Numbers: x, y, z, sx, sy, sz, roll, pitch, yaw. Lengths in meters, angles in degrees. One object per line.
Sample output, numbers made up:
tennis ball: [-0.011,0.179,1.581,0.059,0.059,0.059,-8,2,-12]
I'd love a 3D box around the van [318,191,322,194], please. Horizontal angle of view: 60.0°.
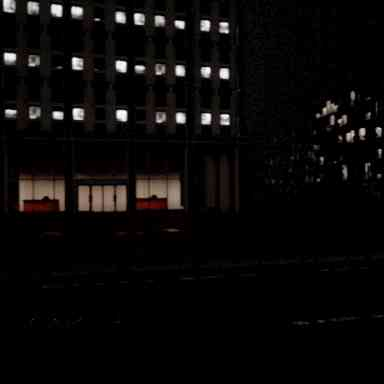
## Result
van: [21.057,0.796,51.911,1.690,1.788,3.998,0,1,-13]

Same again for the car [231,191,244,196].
car: [12.437,0.461,90.751,2.008,1.369,4.403,0,1,-13]

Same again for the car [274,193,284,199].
car: [17.364,0.805,68.559,1.802,1.307,4.206,0,1,-13]

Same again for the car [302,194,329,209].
car: [15.287,1.272,38.993,1.947,1.339,4.313,0,1,-13]

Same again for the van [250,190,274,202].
van: [11.646,0.818,55.645,1.690,1.788,3.998,0,1,-13]

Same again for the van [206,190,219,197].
van: [5.488,0.429,83.386,1.690,1.788,3.998,0,1,-13]

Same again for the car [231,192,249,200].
car: [9.182,0.873,66.744,2.008,1.369,4.403,0,1,-13]

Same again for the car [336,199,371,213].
car: [16.462,1.365,33.433,1.802,1.307,4.206,0,1,-13]

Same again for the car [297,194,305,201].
car: [19.826,0.960,57.462,1.802,1.307,4.206,0,1,-13]

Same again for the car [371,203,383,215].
car: [17.676,1.424,27.879,1.947,1.339,4.313,0,1,-13]

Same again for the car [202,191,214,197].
car: [4.257,0.450,88.935,1.967,1.590,4.097,0,1,-13]

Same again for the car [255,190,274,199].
car: [16.132,0.460,74.104,2.192,1.841,5.009,0,1,-13]
